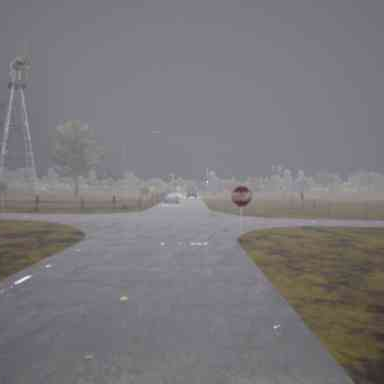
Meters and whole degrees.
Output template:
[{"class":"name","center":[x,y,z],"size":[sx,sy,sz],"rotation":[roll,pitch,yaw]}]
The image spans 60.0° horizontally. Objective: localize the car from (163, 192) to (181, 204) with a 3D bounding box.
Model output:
[{"class":"car","center":[-2.875,0.941,47.105],"size":[1.812,1.442,4.674],"rotation":[0,1,1]}]

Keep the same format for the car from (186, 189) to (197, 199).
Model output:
[{"class":"car","center":[-0.067,0.369,69.620],"size":[2.150,2.045,5.566],"rotation":[0,1,0]}]
